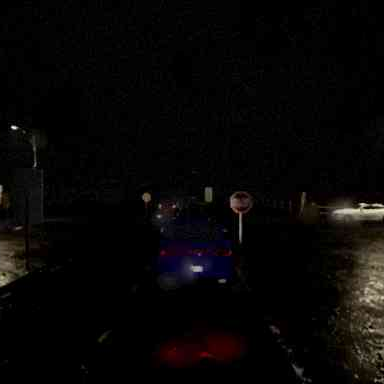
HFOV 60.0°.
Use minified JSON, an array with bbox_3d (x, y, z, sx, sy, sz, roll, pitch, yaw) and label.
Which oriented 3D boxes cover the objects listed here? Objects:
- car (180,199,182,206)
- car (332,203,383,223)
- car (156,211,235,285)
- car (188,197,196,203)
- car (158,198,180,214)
[{"bbox_3d":[-2.849,1.895,48.080,1.895,1.301,4.718,0,0,0],"label":"car"},{"bbox_3d":[13.273,1.620,25.654,4.674,1.442,1.812,0,0,3],"label":"car"},{"bbox_3d":[0.069,1.543,9.763,1.882,1.535,5.008,0,0,-1],"label":"car"},{"bbox_3d":[-0.005,1.969,81.058,1.837,1.490,4.892,0,0,0],"label":"car"},{"bbox_3d":[-2.797,1.594,38.723,2.097,1.767,4.553,0,0,-1],"label":"car"}]
